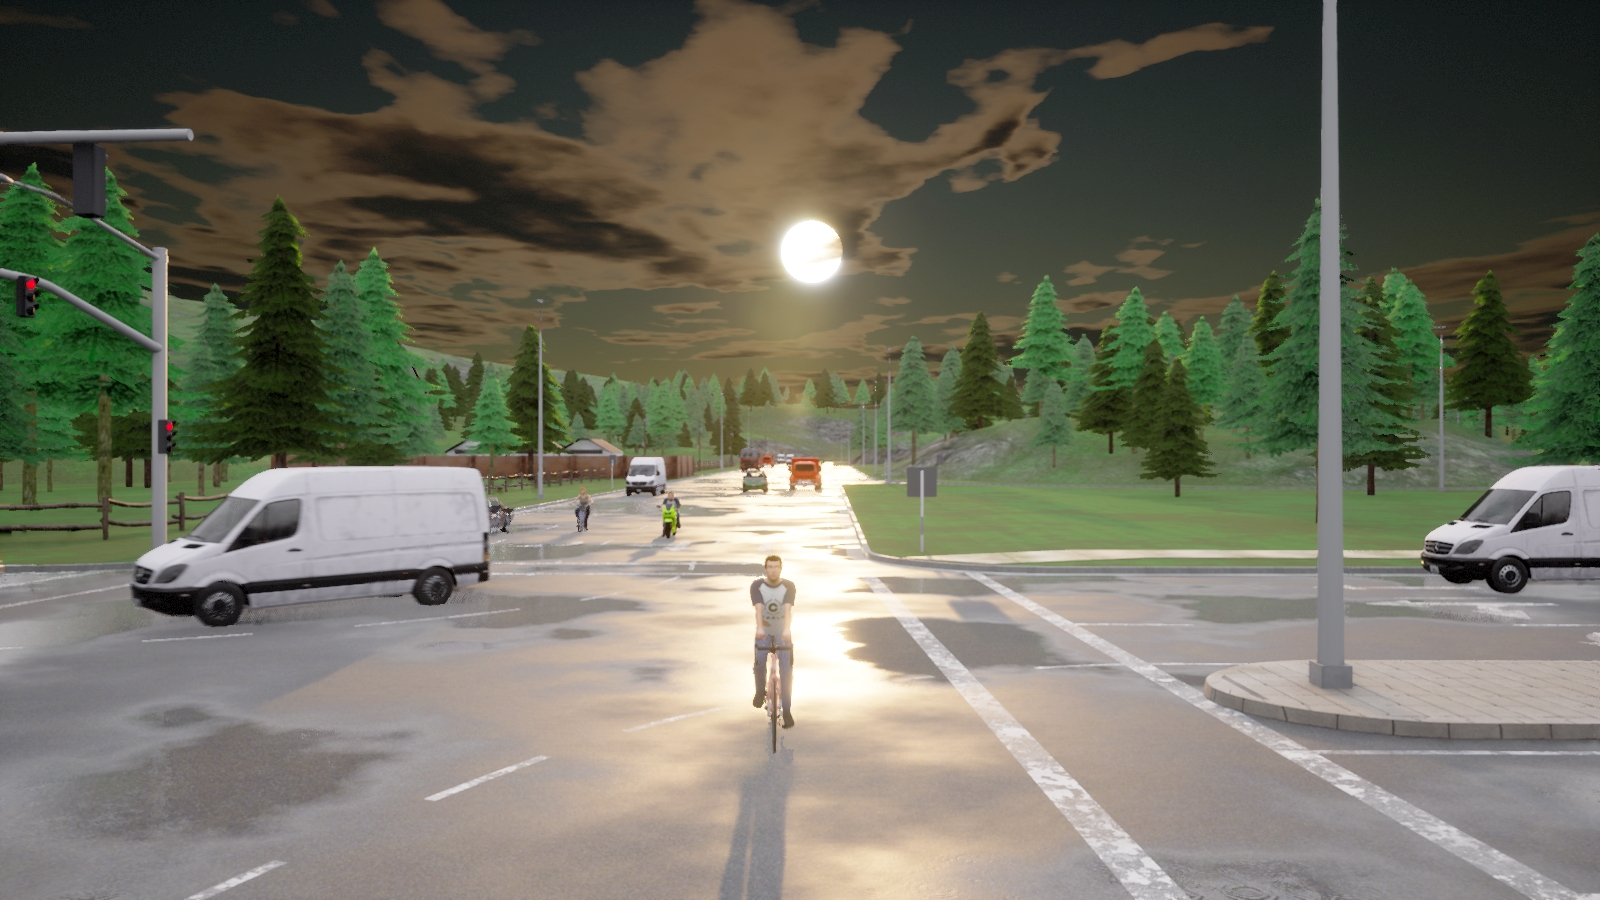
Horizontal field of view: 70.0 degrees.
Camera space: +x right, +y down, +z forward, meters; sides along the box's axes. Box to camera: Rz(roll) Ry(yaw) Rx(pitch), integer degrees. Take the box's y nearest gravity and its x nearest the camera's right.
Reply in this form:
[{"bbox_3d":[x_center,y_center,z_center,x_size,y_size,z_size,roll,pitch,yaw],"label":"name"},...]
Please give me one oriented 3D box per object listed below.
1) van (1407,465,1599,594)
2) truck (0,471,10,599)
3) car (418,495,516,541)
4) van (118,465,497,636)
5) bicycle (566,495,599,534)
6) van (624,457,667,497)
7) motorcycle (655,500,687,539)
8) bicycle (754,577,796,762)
[{"bbox_3d":[16.176,1.609,23.859,5.915,2.561,1.988,0,0,1],"label":"van"},{"bbox_3d":[-17.934,1.637,20.798,5.204,2.467,2.627,0,0,-5],"label":"truck"},{"bbox_3d":[-11.273,2.273,39.025,1.895,1.301,4.718,0,0,1],"label":"car"},{"bbox_3d":[-8.632,1.599,20.545,5.915,2.561,1.988,0,1,-44],"label":"van"},{"bbox_3d":[-7.731,2.280,40.634,0.859,1.277,1.487,0,0,1],"label":"bicycle"},{"bbox_3d":[-10.355,1.761,76.877,1.988,2.561,5.915,0,0,1],"label":"van"},{"bbox_3d":[-4.293,2.301,38.108,0.803,1.199,2.033,0,0,1],"label":"motorcycle"},{"bbox_3d":[-0.260,2.094,11.242,0.373,1.496,1.643,0,0,-2],"label":"bicycle"}]
